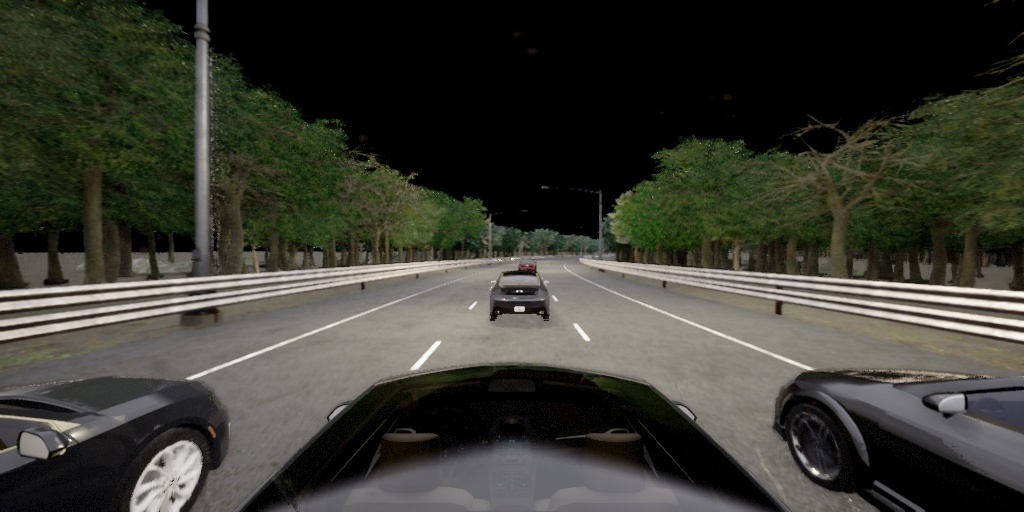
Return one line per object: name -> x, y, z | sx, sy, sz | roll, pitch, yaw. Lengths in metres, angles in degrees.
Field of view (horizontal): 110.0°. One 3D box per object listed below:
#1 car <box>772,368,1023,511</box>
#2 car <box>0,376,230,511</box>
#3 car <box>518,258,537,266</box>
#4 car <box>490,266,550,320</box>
car -> 3.629, 1.317, 1.895 | 1.994, 1.385, 4.181 | 0, 0, 0
car -> -3.372, 1.252, 1.118 | 1.837, 1.490, 4.892 | 0, 0, 0
car -> 1.881, 1.057, 42.431 | 2.097, 1.767, 4.553 | 0, 0, 5
car -> 0.272, 1.251, 12.554 | 1.837, 1.490, 4.892 | 0, 0, 1
